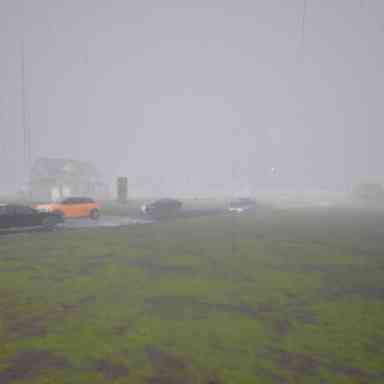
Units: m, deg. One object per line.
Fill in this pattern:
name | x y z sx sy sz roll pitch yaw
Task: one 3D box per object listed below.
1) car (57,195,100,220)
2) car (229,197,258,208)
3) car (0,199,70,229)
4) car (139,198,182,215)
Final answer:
car | -8.703 1.100 23.154 2.097 1.767 4.553 1 0 36
car | 7.025 1.404 44.982 2.033 1.411 5.357 1 0 36
car | -9.576 1.322 17.577 2.033 1.411 5.357 1 0 37
car | -2.869 1.275 31.271 2.128 1.511 4.902 1 1 36
